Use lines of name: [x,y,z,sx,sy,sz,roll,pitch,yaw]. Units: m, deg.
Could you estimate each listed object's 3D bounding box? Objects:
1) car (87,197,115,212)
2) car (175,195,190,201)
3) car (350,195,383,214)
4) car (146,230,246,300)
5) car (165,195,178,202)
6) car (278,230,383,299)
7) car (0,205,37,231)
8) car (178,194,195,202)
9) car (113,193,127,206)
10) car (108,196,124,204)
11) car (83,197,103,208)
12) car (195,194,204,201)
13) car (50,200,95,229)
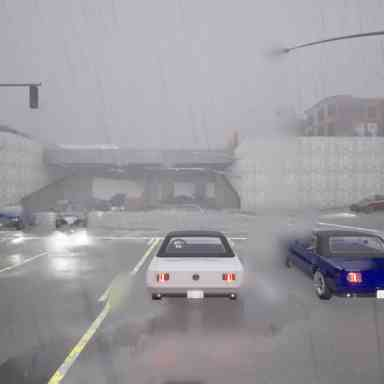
car: [-11.134,1.547,39.747,2.033,1.411,5.357,0,0,-2]
car: [-2.368,1.478,85.429,1.882,1.535,5.008,0,0,24]
car: [15.822,0.973,28.456,4.181,1.385,1.994,-7,0,0]
car: [0.084,1.601,8.351,1.895,1.301,4.718,0,0,0]
car: [-4.725,1.355,75.563,2.097,1.767,4.553,0,0,6]
car: [3.584,1.601,8.360,1.895,1.301,4.718,0,0,0]
car: [-10.943,1.525,20.459,1.812,1.442,4.674,0,0,-11]
car: [-1.224,1.525,75.459,2.128,1.511,4.902,0,0,6]
car: [-11.476,1.221,53.950,2.150,2.045,5.566,0,0,0]
car: [-15.225,1.548,66.850,2.033,1.411,5.357,0,0,-1]
car: [-14.908,1.526,50.244,1.812,1.442,4.674,0,0,-1]
car: [1.433,1.355,85.463,2.097,1.767,4.553,0,0,28]
car: [-7.665,1.491,21.675,2.128,1.511,4.902,0,0,-15]
